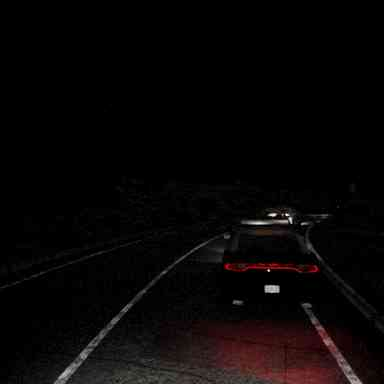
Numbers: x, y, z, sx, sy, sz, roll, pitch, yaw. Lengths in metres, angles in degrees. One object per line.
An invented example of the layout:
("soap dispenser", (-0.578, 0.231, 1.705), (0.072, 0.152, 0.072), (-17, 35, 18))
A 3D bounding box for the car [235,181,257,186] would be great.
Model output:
("car", (10.307, -1.490, 68.757), (5.008, 1.535, 2.097), (3, -5, -32))

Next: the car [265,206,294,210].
("car", (4.182, 1.567, 17.520), (1.801, 1.575, 5.366), (-2, -1, 19))

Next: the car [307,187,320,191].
("car", (28.435, -0.457, 81.509), (4.892, 1.521, 2.231), (3, -6, -37))

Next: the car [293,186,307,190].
("car", (24.107, -0.683, 78.251), (4.674, 1.452, 2.002), (3, -6, -36))

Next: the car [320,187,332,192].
("car", (32.857, -0.281, 85.001), (4.553, 1.767, 2.185), (4, -6, -38))

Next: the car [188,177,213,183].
("car", (0.848, -1.951, 62.975), (4.892, 1.521, 2.231), (2, -5, -30))

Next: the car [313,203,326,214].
("car", (18.439, 2.232, 45.430), (5.008, 1.535, 1.882), (1, -4, -40))

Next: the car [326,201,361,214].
("car", (19.314, 1.881, 41.751), (4.553, 1.767, 2.097), (1, -4, -41))

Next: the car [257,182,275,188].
("car", (14.922, -1.370, 71.795), (4.553, 1.767, 2.185), (3, -5, -33))

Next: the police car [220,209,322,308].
("police car", (1.783, 1.454, 8.192), (1.930, 1.638, 5.238), (-1, 0, 10))

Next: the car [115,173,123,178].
("car", (-13.441, -2.642, 54.830), (4.553, 1.767, 2.185), (2, -5, -30))

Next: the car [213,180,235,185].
("car", (5.609, -1.687, 65.812), (4.674, 1.452, 2.002), (3, -5, -31))

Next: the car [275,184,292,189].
("car", (19.630, -0.953, 75.034), (4.792, 1.488, 2.163), (3, -6, -35))

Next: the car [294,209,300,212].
("car", (6.262, 1.702, 22.654), (1.812, 1.442, 4.674), (-2, -2, 25))

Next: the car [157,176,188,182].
("car", (-3.940, -2.150, 60.236), (4.892, 1.521, 2.231), (2, -5, -30))

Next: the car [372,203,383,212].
("car", (28.380, 2.231, 48.638), (4.181, 1.385, 1.994), (0, -4, -29))
